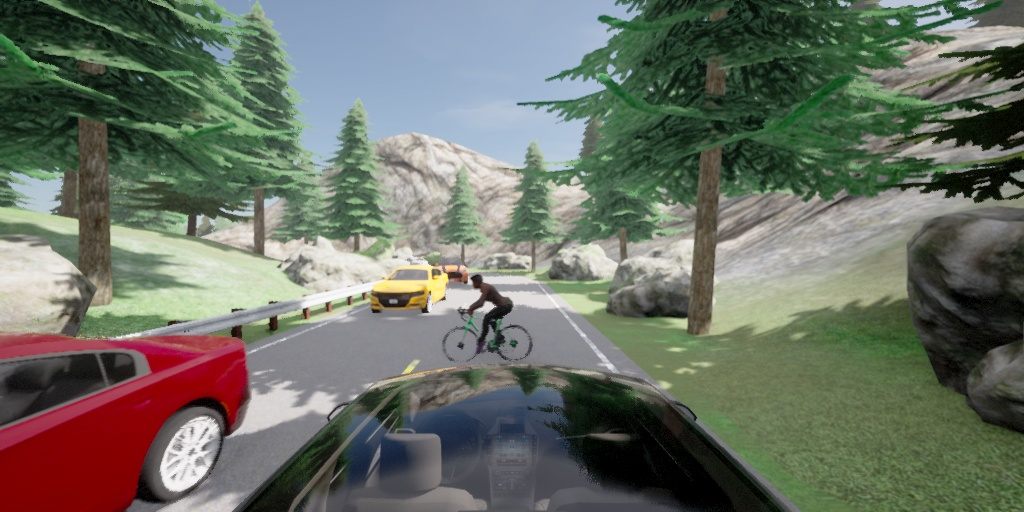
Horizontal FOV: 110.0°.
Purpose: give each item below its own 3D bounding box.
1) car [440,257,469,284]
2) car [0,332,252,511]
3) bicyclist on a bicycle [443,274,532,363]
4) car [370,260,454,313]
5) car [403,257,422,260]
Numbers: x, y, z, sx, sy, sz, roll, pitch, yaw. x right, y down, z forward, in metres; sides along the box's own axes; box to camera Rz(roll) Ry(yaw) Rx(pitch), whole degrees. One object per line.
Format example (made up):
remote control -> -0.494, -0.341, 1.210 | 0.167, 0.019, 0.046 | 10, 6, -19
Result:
car -> -4.063, 0.865, 23.681 | 2.097, 1.767, 4.553 | 0, 1, -12
car -> -3.591, 1.229, 1.554 | 1.882, 1.535, 5.008 | 0, 0, 0
bicyclist on a bicycle -> -0.460, 1.151, 6.545 | 1.656, 1.620, 0.582 | -2, 1, -1
car -> -3.643, 1.101, 13.480 | 1.882, 1.535, 5.008 | 0, 0, 0
car -> -11.289, 0.870, 39.475 | 4.674, 1.442, 1.812 | 0, 0, 30
